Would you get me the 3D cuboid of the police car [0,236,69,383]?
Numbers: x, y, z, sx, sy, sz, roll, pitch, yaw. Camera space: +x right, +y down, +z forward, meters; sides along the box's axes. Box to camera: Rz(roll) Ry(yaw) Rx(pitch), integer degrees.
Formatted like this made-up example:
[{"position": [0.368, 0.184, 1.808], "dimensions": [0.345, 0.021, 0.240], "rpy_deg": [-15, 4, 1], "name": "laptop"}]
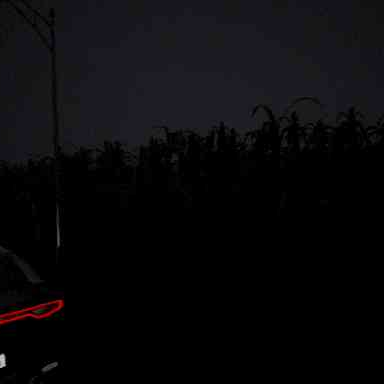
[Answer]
[{"position": [-3.684, 1.432, 4.977], "dimensions": [1.930, 1.638, 5.238], "rpy_deg": [-2, 1, -44], "name": "police car"}]
